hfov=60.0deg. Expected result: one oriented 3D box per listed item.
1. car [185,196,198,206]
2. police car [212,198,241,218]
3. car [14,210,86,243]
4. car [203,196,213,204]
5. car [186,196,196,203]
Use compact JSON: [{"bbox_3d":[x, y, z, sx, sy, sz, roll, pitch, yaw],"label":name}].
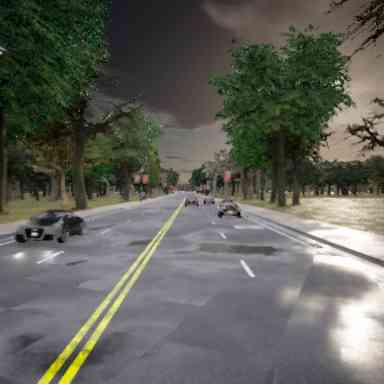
[{"bbox_3d":[-0.063,1.340,53.425,2.097,1.767,4.553,0,0,0],"label":"car"},{"bbox_3d":[3.210,1.521,30.181,2.038,1.542,4.974,0,0,0],"label":"police car"},{"bbox_3d":[-6.552,1.565,15.838,1.994,1.385,4.181,0,0,1],"label":"car"},{"bbox_3d":[3.046,1.505,60.538,2.163,1.488,4.792,0,0,0],"label":"car"},{"bbox_3d":[-0.264,1.533,68.884,1.994,1.385,4.181,0,0,0],"label":"car"}]
